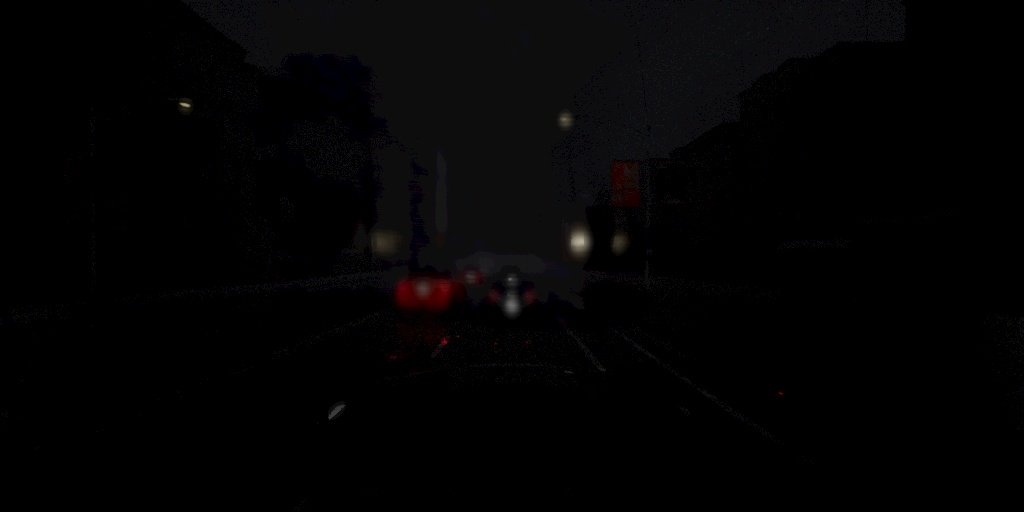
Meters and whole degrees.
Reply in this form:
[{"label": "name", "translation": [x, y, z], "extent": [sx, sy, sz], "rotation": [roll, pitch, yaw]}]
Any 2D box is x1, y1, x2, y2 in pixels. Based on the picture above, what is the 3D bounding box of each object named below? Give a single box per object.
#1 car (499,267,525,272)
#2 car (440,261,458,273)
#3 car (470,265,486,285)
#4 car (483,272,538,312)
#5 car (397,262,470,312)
[{"label": "car", "translation": [0.010, 1.629, 30.342], "extent": [1.837, 1.490, 4.892], "rotation": [0, 0, 0]}, {"label": "car", "translation": [-9.844, 1.756, 56.263], "extent": [2.097, 1.767, 4.553], "rotation": [0, -1, 0]}, {"label": "car", "translation": [-3.240, 1.688, 30.426], "extent": [1.994, 1.385, 4.181], "rotation": [0, -1, 1]}, {"label": "car", "translation": [0.011, 1.509, 15.084], "extent": [1.895, 1.301, 4.718], "rotation": [0, -1, 0]}, {"label": "car", "translation": [-3.236, 1.262, 15.249], "extent": [2.097, 1.767, 4.553], "rotation": [0, -1, 0]}]
